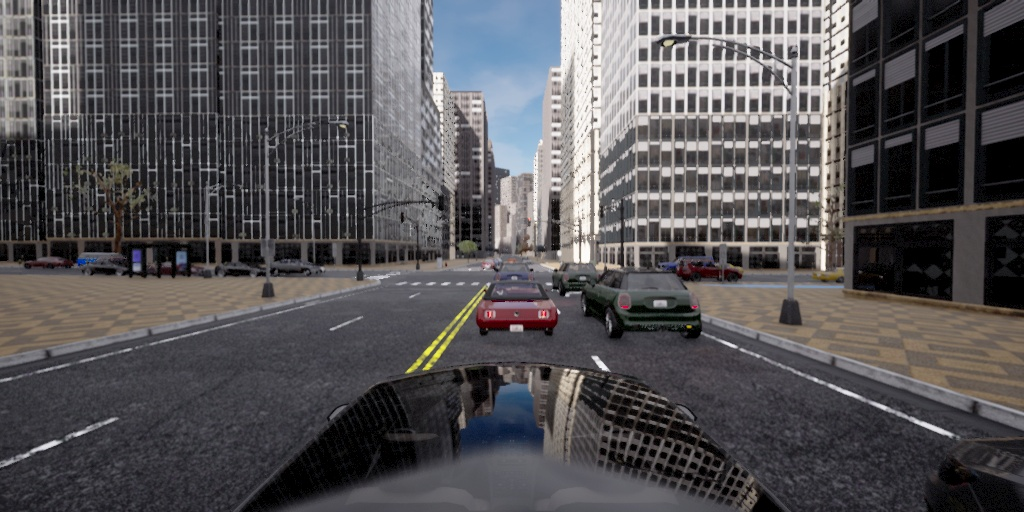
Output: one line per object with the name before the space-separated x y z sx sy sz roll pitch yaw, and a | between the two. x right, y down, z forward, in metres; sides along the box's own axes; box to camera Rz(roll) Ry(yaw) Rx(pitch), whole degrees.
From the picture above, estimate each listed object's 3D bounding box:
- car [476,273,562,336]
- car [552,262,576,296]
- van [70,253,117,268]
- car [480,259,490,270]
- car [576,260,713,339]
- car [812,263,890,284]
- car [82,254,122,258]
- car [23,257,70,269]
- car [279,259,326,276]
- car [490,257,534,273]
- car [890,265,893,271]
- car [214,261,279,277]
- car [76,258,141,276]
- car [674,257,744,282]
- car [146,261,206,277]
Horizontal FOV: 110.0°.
car | 0.105 1.337 10.293 1.895 1.301 4.718 0 0 0
car | 3.363 1.072 19.138 2.097 1.767 4.553 0 0 0
van | -45.256 0.563 39.354 3.998 1.789 1.690 0 0 1
car | -3.288 1.185 50.756 1.812 1.442 4.674 0 1 0
car | 3.349 1.088 10.201 2.097 1.767 4.553 0 0 0
car | 27.665 1.546 29.599 4.829 1.417 1.751 0 0 1
car | -36.423 0.881 33.367 5.008 1.535 1.882 1 1 1
car | -50.938 0.751 39.474 4.207 1.307 1.802 0 0 1
car | -19.813 1.046 33.012 4.902 1.511 2.128 1 1 1
car | 0.114 1.072 19.287 2.097 1.767 4.553 0 0 0
car | 33.135 1.651 29.500 4.207 1.307 1.802 0 0 1
car | -22.708 1.141 30.367 4.313 1.339 1.948 0 0 1
car | -34.072 1.037 30.683 4.313 1.339 1.948 0 0 1
car | 16.217 1.236 29.805 5.009 1.841 2.192 0 0 1
car | -28.391 1.106 30.505 4.207 1.307 1.802 0 0 1
